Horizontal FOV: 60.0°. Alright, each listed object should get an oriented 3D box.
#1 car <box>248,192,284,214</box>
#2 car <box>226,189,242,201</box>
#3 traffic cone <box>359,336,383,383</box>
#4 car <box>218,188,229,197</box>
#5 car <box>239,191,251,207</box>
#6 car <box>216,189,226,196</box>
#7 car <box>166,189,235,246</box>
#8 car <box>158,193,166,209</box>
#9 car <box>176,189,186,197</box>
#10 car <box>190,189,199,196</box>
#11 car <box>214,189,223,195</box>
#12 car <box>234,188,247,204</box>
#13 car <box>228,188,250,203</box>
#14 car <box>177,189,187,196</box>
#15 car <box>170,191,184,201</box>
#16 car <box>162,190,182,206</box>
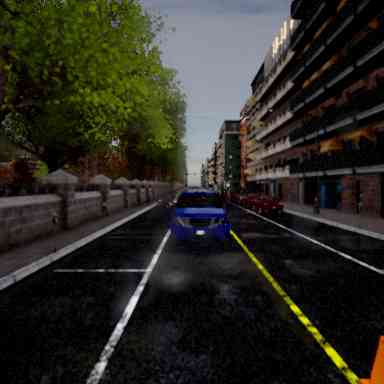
[{"bbox_3d":[6.124,0.990,27.022,1.887,1.381,4.507,0,1,0],"label":"car"},{"bbox_3d":[6.190,0.433,49.537,1.967,1.590,4.097,0,1,0],"label":"car"},{"bbox_3d":[2.091,1.878,3.657,0.340,0.580,0.340,0,1,0],"label":"traffic cone"},{"bbox_3d":[6.239,0.098,66.423,1.967,1.590,4.097,0,1,0],"label":"car"},{"bbox_3d":[6.140,0.876,32.652,1.887,1.381,4.507,0,1,0],"label":"car"},{"bbox_3d":[6.256,0.115,72.056,1.947,1.339,4.313,0,1,0],"label":"car"},{"bbox_3d":[0.299,0.920,14.032,2.150,2.045,5.566,0,2,0],"label":"car"},{"bbox_3d":[-2.240,0.763,32.674,1.967,1.590,4.097,0,1,0],"label":"car"},{"bbox_3d":[-2.142,0.178,66.279,1.752,1.417,4.829,0,1,0],"label":"car"},{"bbox_3d":[0.561,0.083,70.430,1.837,1.490,4.892,0,1,0],"label":"car"},{"bbox_3d":[6.272,-0.038,77.855,1.752,1.417,4.829,0,1,0],"label":"car"},{"bbox_3d":[6.157,0.659,38.278,1.967,1.590,4.097,0,1,0],"label":"car"},{"bbox_3d":[6.173,0.421,43.904,2.192,1.841,5.009,0,1,0],"label":"car"},{"bbox_3d":[-2.124,0.091,72.079,2.008,1.369,4.403,0,1,0],"label":"car"},{"bbox_3d":[-2.190,0.534,49.562,2.008,1.369,4.403,0,1,0],"label":"car"},{"bbox_3d":[-2.224,0.650,38.301,1.967,1.590,4.097,0,1,0],"label":"car"}]
